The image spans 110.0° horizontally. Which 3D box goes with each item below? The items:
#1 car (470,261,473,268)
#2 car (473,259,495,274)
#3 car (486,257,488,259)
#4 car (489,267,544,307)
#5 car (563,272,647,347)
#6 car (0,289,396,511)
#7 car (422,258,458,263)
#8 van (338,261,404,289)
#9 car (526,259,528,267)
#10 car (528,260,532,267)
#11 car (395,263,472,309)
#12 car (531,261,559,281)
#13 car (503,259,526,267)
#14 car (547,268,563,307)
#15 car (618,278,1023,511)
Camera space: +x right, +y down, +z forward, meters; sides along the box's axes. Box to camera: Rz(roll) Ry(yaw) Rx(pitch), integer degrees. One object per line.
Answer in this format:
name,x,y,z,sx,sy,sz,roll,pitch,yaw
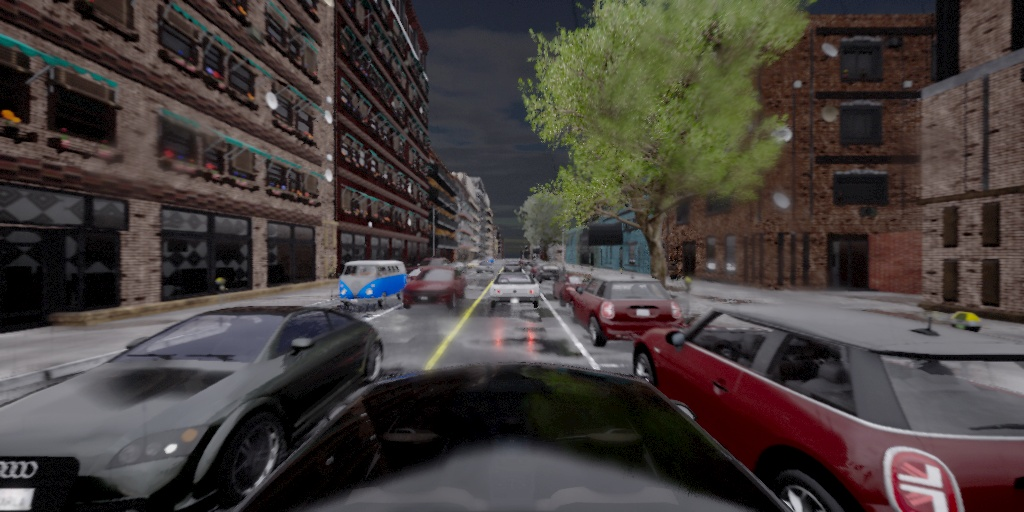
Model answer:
car,-5.678,1.290,37.798,2.007,1.370,4.403,0,0,0
car,-3.001,1.342,40.890,1.895,1.301,4.718,0,0,1
car,-5.670,1.297,60.586,1.888,1.381,4.507,0,0,0
car,0.104,1.341,15.323,1.895,1.301,4.718,0,0,0
car,2.693,1.184,9.310,1.967,1.591,4.097,0,0,0
car,-3.081,1.312,4.193,1.994,1.385,4.181,0,0,0
car,-5.682,1.052,26.405,2.192,1.841,5.009,0,0,0
van,-5.686,1.081,15.012,1.690,1.789,3.998,0,0,0
car,2.711,1.303,60.581,2.007,1.370,4.403,0,0,0
car,2.701,1.178,32.097,1.967,1.591,4.097,0,0,0
car,-3.066,1.218,15.125,1.882,1.535,5.008,0,0,1
car,2.699,1.288,26.400,2.007,1.370,4.403,0,0,0
car,0.103,1.232,37.924,2.128,1.511,4.902,0,0,0
car,2.695,1.322,15.008,1.802,1.307,4.207,0,0,0
car,2.691,1.188,3.614,1.967,1.591,4.097,0,0,0
